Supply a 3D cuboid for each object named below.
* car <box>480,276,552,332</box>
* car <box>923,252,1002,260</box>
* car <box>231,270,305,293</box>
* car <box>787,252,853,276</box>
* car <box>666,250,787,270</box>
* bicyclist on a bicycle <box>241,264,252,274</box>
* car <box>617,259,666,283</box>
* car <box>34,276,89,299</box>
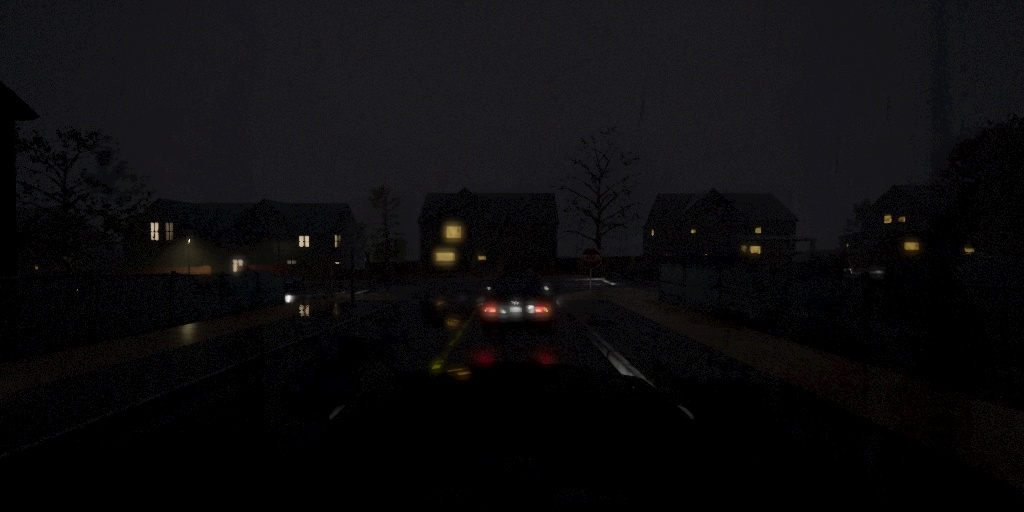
[{"bbox_3d":[0.169,1.298,10.842,2.033,1.411,5.357,0,0,2],"label":"car"},{"bbox_3d":[29.876,0.475,24.086,4.902,1.511,2.128,-1,1,0],"label":"car"},{"bbox_3d":[-15.022,1.562,21.251,5.008,1.535,1.882,-1,1,0],"label":"car"},{"bbox_3d":[19.911,0.570,24.119,4.553,1.767,2.097,-1,1,0],"label":"car"},{"bbox_3d":[12.494,0.657,21.182,5.566,2.045,2.150,-1,1,0],"label":"car"},{"bbox_3d":[-20.072,1.419,27.110,0.582,1.620,1.656,-1,1,0],"label":"bicyclist on a bicycle"},{"bbox_3d":[9.618,0.966,24.143,4.892,1.490,1.837,-1,1,0],"label":"car"},{"bbox_3d":[-26.284,1.878,21.277,4.674,1.442,1.812,-1,1,0],"label":"car"}]
